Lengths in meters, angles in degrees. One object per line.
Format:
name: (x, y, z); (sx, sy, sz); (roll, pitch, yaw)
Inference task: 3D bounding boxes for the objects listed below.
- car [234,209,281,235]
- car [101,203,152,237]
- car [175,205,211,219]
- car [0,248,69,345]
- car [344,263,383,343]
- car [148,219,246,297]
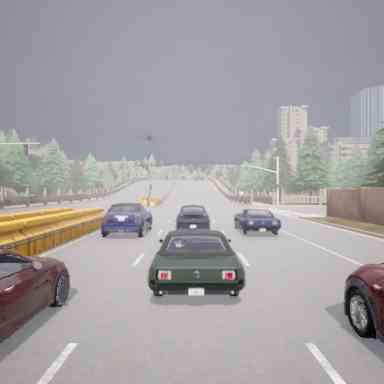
car: (3.559, 1.603, 18.965); (1.895, 1.301, 4.718); (0, 0, 0)
car: (-3.439, 1.354, 18.286); (2.097, 1.767, 4.553); (0, 0, 0)
car: (0.058, 1.508, 19.642); (1.837, 1.490, 4.892); (0, 0, 0)
car: (-3.415, 1.526, 4.921); (1.812, 1.442, 4.674); (0, 0, 0)
car: (3.592, 1.352, 3.717); (2.097, 1.767, 4.553); (0, 0, 0)
car: (0.083, 1.602, 8.528); (1.895, 1.301, 4.718); (0, 0, 0)
